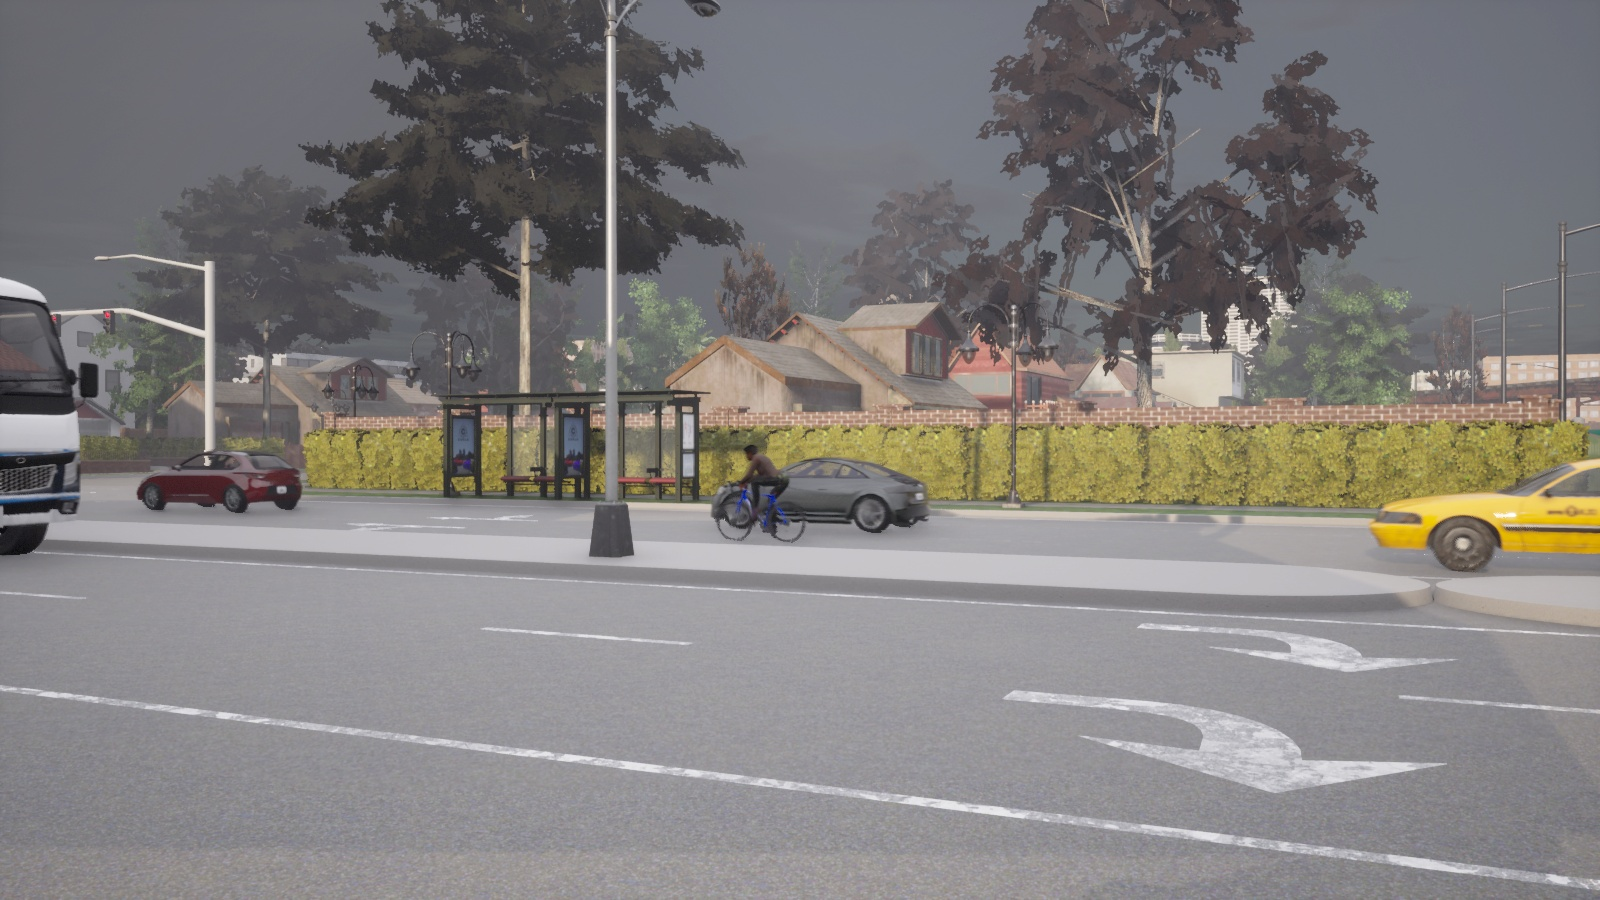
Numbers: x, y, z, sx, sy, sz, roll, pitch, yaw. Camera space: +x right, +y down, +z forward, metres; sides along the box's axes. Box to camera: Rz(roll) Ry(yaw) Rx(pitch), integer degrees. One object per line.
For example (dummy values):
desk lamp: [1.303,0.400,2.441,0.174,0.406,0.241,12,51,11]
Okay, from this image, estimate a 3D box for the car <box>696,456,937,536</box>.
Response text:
car: [0.324,0.826,24.212,4.181,1.385,1.994,0,0,24]

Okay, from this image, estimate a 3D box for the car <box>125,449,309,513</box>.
car: [-14.325,0.727,30.856,4.193,1.474,1.816,0,0,24]

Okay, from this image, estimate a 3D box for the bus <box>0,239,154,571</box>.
bus: [-14.820,-0.594,18.445,10.273,4.253,3.944,0,0,24]

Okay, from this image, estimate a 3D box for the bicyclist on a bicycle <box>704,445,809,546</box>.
bicyclist on a bicycle: [-0.724,0.734,20.845,1.656,1.620,0.582,0,0,24]

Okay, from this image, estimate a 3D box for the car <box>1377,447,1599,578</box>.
car: [10.252,0.756,15.865,5.366,1.575,1.801,0,0,24]
